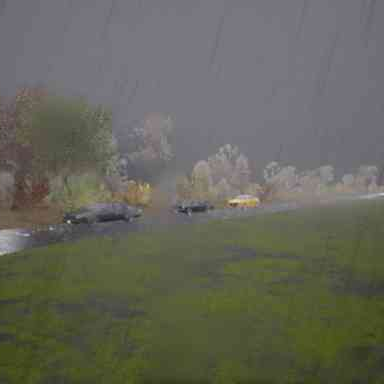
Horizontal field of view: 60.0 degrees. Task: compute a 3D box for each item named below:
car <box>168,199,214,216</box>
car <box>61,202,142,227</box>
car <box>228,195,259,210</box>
[{"bbox_3d":[-0.015,1.324,29.554,1.895,1.301,4.718,1,1,36],"label":"car"},{"bbox_3d":[-5.695,1.351,21.737,2.033,1.411,5.357,1,1,36],"label":"car"},{"bbox_3d":[5.866,1.113,37.640,1.882,1.535,5.008,1,1,36],"label":"car"}]
